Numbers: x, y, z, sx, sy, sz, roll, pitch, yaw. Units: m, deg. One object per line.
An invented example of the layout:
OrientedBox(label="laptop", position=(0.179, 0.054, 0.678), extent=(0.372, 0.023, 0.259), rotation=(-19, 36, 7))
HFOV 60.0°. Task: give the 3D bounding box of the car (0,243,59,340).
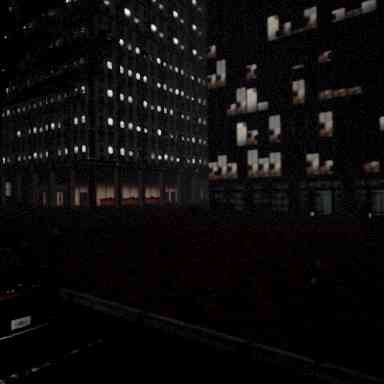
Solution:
OrientedBox(label="car", position=(-4.105, 1.554, 5.818), extent=(4.403, 1.369, 2.008), rotation=(0, -1, 36))
